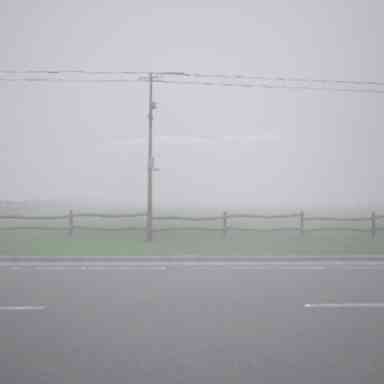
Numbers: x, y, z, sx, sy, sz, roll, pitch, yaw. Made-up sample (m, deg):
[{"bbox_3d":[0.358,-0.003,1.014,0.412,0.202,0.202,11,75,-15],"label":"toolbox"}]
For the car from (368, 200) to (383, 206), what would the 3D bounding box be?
[{"bbox_3d":[41.542,2.379,74.156,2.033,1.411,5.357,0,0,-2],"label":"car"}]
